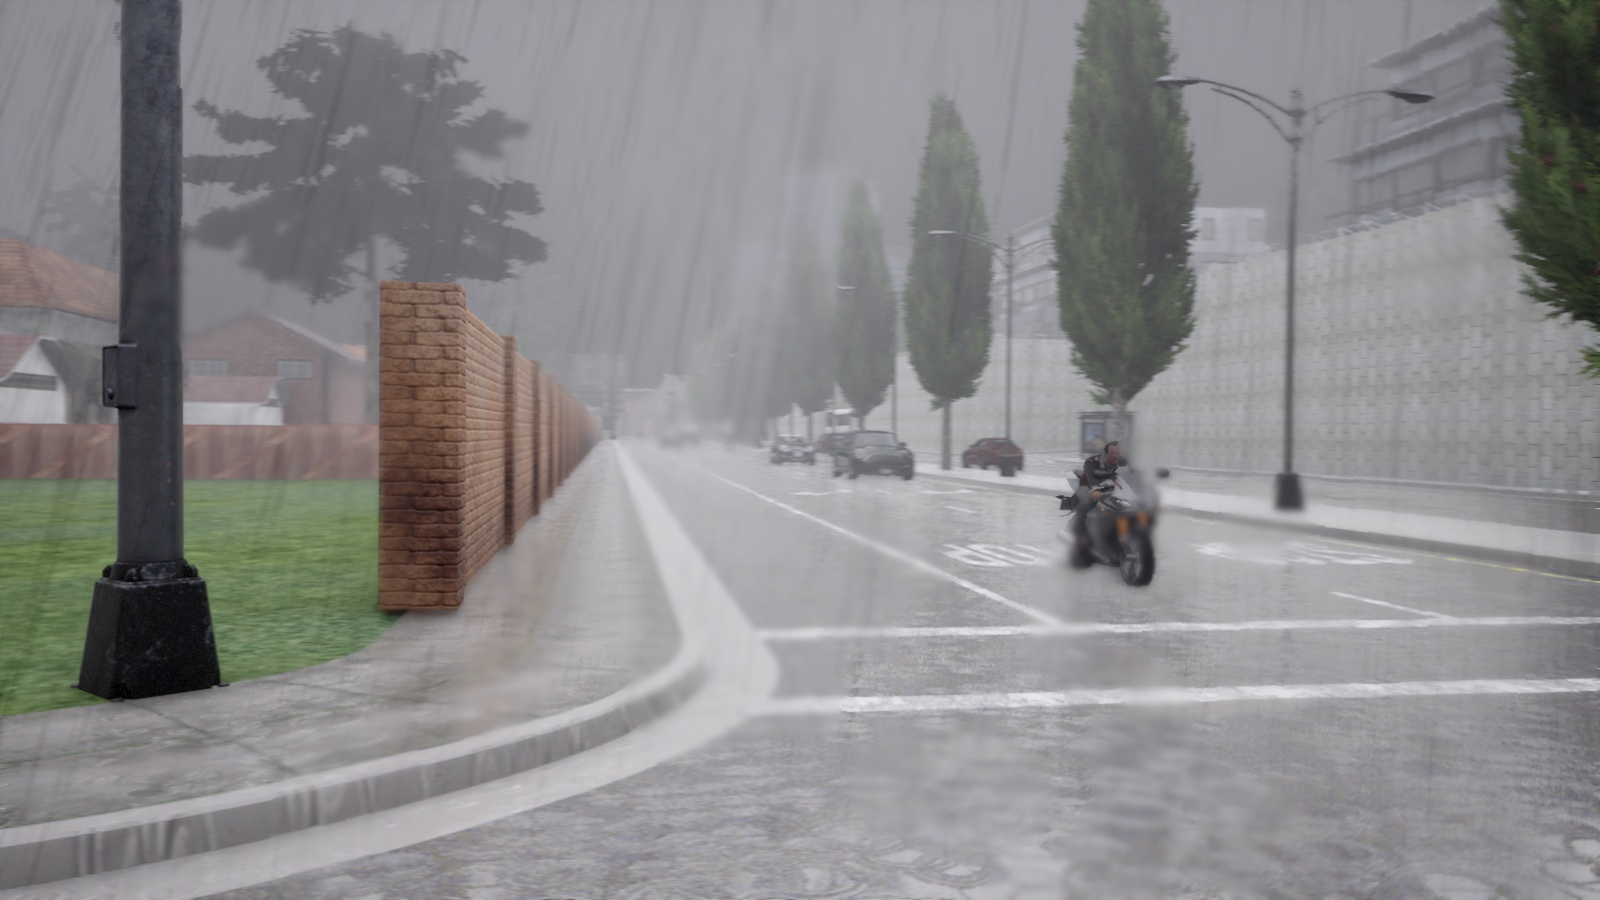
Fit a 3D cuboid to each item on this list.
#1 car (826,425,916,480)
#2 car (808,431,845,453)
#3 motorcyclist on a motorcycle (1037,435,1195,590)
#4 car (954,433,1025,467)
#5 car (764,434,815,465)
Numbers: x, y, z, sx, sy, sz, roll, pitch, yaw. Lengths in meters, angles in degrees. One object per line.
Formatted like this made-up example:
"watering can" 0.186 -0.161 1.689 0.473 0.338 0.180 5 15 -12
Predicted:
"car" 2.363 0.053 42.974 2.097 1.767 4.553 -1 1 -9
"car" 2.024 -0.603 97.397 2.033 1.649 4.856 -1 1 -9
"motorcyclist on a motorcycle" 3.370 0.612 13.651 0.866 1.530 2.191 -1 1 -9
"car" 8.421 -0.028 56.137 1.812 1.442 4.674 -1 1 -9
"car" -0.574 -0.061 61.935 1.970 1.475 3.806 -1 1 -9
